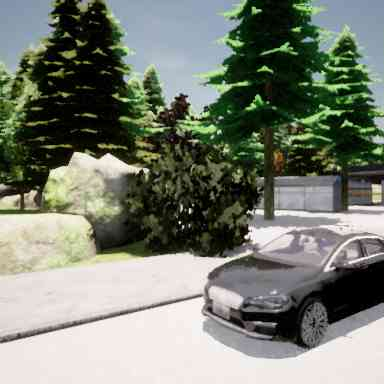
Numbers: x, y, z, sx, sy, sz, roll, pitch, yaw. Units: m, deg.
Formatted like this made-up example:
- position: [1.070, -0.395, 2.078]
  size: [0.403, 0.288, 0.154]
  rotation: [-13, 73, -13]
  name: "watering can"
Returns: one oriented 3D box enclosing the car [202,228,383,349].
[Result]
- position: [2.424, 1.483, 6.333]
  size: [4.902, 1.511, 2.128]
  rotation: [0, 0, -35]
  name: "car"
